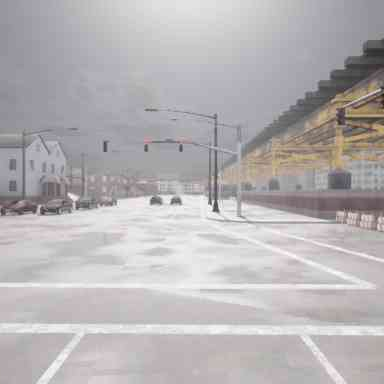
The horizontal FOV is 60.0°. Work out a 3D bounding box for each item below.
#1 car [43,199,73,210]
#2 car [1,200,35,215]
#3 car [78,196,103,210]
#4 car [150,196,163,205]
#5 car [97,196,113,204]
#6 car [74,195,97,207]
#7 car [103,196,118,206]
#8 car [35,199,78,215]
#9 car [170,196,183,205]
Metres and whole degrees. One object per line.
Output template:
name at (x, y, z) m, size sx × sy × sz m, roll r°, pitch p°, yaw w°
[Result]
car at (-17.221, 1.601, 43.003) m, size 1.895 × 1.301 × 4.718 m, roll 0°, pitch 0°, yaw 1°
car at (-17.440, 1.526, 33.912) m, size 1.812 × 1.442 × 4.674 m, roll 0°, pitch 0°, yaw 1°
car at (-13.704, 1.505, 43.666) m, size 1.837 × 1.490 × 4.892 m, roll 0°, pitch 0°, yaw 1°
car at (-6.252, 1.478, 58.923) m, size 1.882 × 1.535 × 5.008 m, roll 0°, pitch 0°, yaw 1°
car at (-16.674, 1.526, 63.957) m, size 1.812 × 1.442 × 4.674 m, roll 0°, pitch 0°, yaw 2°
car at (-16.972, 1.352, 53.206) m, size 2.097 × 1.767 × 4.553 m, roll 0°, pitch 0°, yaw 2°
car at (-13.459, 1.526, 53.951) m, size 1.812 × 1.442 × 4.674 m, roll 0°, pitch 0°, yaw 2°
car at (-13.925, 1.505, 34.414) m, size 1.837 × 1.490 × 4.892 m, roll 0°, pitch 0°, yaw 1°
car at (-2.753, 1.505, 58.841) m, size 1.837 × 1.490 × 4.892 m, roll 0°, pitch 0°, yaw 1°
